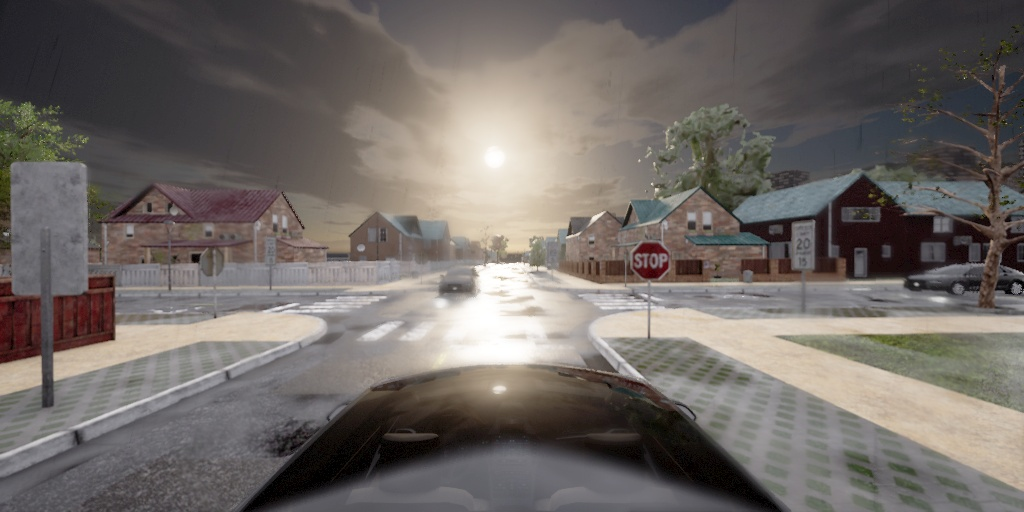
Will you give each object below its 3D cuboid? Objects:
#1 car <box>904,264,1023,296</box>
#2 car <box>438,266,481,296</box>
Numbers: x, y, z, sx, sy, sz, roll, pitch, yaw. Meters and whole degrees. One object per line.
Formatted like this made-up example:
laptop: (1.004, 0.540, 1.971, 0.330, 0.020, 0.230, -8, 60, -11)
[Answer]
car: (22.585, 1.153, 17.923, 4.892, 1.490, 1.837, -1, 0, -2)
car: (-2.764, 1.331, 19.736, 1.837, 1.490, 4.892, 0, 0, 0)
